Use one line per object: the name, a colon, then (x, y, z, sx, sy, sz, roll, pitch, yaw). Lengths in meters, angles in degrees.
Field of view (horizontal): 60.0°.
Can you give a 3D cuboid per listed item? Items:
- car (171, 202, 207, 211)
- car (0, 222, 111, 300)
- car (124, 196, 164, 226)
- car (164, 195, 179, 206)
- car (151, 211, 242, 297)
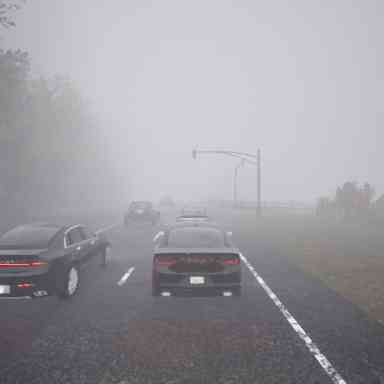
car: (0.090, 1.496, 18.125, 2.128, 1.511, 4.902, 0, 0, 0)
car: (-3.409, 1.505, 8.363, 1.837, 1.490, 4.892, 0, 0, 0)
car: (-3.427, 1.357, 23.819, 2.097, 1.767, 4.553, 0, 0, 0)
car: (-3.456, 1.357, 48.482, 2.097, 1.767, 4.553, 0, 0, 0)
car: (0.091, 1.480, 8.630, 1.882, 1.535, 5.008, 0, 0, 0)
